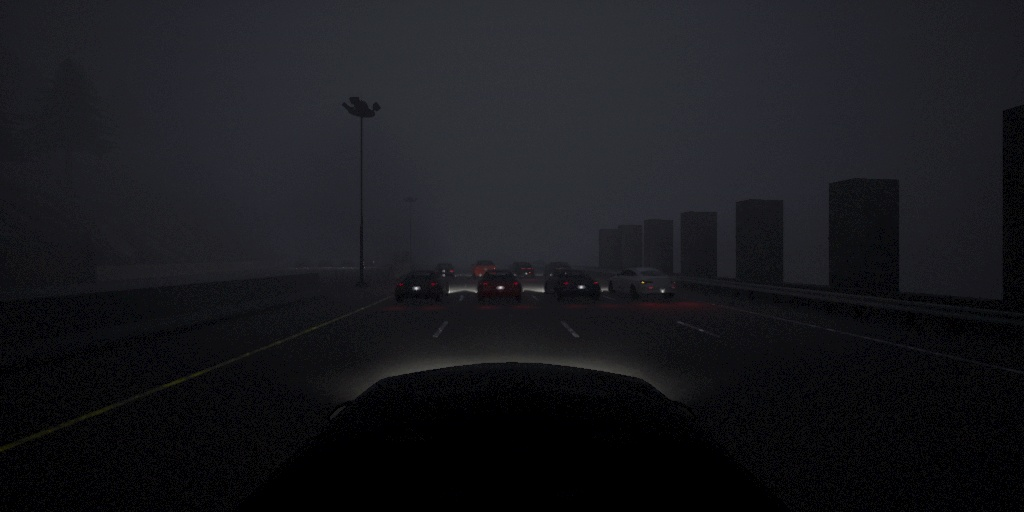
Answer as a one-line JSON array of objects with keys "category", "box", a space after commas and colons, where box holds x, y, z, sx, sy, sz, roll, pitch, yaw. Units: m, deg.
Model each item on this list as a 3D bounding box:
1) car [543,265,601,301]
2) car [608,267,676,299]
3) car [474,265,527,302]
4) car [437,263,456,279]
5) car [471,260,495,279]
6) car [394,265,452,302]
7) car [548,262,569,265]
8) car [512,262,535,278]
[{"category": "car", "box": [2.832, 1.320, 17.504, 1.994, 1.385, 4.181, 0, 0, -5]}, {"category": "car", "box": [6.320, 1.280, 17.795, 1.812, 1.442, 4.674, 0, 0, -5]}, {"category": "car", "box": [-0.656, 1.320, 17.212, 1.994, 1.385, 4.181, 0, 0, -5]}, {"category": "car", "box": [-6.071, 1.311, 32.233, 2.033, 1.411, 5.357, 0, 0, -10]}, {"category": "car", "box": [-2.614, 1.114, 32.785, 2.097, 1.767, 4.553, 0, 0, -10]}, {"category": "car", "box": [-4.144, 1.319, 16.920, 1.994, 1.385, 4.181, 0, 0, -5]}, {"category": "car", "box": [4.284, 1.264, 33.977, 1.837, 1.490, 4.892, 0, 0, -10]}, {"category": "car", "box": [0.832, 1.264, 33.396, 1.837, 1.490, 4.892, 0, 0, -10]}]
